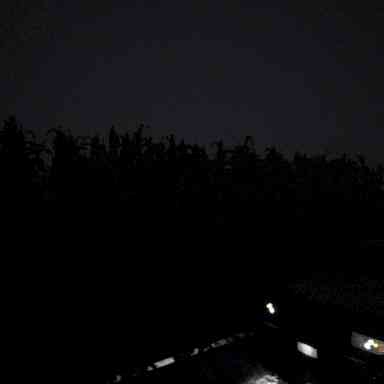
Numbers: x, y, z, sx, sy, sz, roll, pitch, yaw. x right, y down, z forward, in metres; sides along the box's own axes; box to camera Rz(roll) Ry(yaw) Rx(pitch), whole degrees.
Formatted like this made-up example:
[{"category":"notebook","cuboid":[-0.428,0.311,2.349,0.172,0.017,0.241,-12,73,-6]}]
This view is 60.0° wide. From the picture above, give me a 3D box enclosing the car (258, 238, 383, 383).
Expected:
[{"category":"car","cuboid":[3.579,1.548,5.622,5.357,1.411,2.033,0,0,-35]}]
